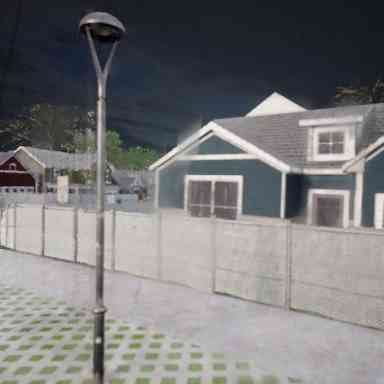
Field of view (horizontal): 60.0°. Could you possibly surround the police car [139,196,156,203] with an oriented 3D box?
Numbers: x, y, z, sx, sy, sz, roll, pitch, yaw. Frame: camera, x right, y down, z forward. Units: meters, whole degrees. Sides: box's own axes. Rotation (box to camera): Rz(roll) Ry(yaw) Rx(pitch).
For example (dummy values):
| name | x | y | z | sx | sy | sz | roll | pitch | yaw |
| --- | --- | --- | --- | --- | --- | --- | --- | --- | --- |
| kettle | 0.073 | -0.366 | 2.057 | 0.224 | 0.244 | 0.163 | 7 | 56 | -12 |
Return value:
| name | x | y | z | sx | sy | sz | roll | pitch | yaw |
| --- | --- | --- | --- | --- | --- | --- | --- | --- | --- |
| police car | -5.555 | 1.296 | 45.520 | 2.038 | 1.542 | 4.974 | 2 | 0 | 17 |
